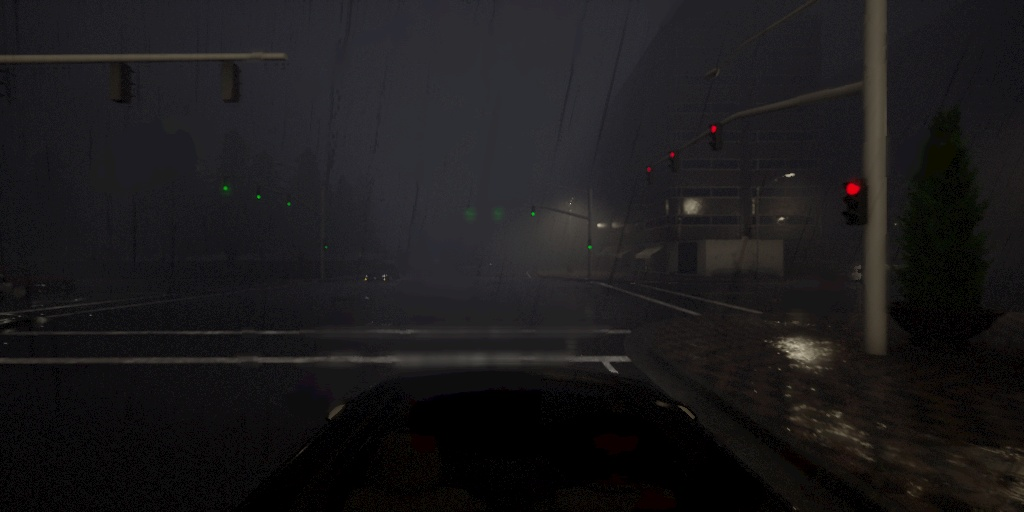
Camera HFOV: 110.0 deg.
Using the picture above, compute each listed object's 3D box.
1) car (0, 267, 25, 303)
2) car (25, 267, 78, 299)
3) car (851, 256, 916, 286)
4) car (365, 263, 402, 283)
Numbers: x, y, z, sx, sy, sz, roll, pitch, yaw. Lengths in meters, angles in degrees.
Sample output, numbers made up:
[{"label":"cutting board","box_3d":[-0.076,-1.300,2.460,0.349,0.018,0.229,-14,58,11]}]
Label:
[{"label":"car","box_3d":[-23.869,1.028,14.367,5.566,2.045,2.150,0,0,0]},{"label":"car","box_3d":[-24.846,1.283,17.861,5.008,1.535,1.882,0,0,0]},{"label":"car","box_3d":[27.405,1.023,25.348,5.566,2.045,2.150,0,0,0]},{"label":"car","box_3d":[-10.307,1.354,29.006,1.837,1.490,4.892,0,2,-3]}]
